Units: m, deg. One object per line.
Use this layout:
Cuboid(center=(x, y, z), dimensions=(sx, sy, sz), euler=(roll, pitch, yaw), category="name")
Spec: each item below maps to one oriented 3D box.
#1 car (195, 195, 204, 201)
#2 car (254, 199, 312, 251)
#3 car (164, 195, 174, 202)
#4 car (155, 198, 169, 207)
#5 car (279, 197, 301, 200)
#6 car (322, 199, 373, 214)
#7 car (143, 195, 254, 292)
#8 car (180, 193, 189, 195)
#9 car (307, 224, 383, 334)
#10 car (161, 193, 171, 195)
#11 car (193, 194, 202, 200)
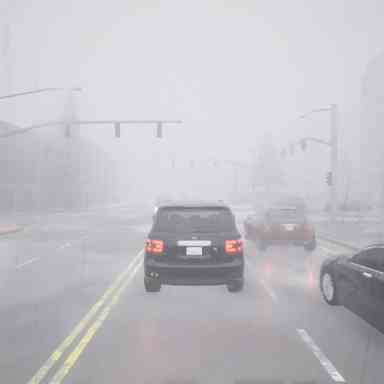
Cuboid(center=(1.679, 1.546, 80.576), dimensions=(1.994, 1.385, 4.181), euler=(0, 0, -1), category="car")
Cuboid(center=(3.531, 1.352, 14.214), dimensions=(2.097, 1.767, 4.553), euler=(0, 0, 0), category="car")
Cuboid(center=(-5.214, 1.476, 76.127), dimensions=(1.882, 1.535, 5.008), euler=(0, 0, -1), category="car")
Cuboid(center=(-4.717, 1.601, 52.206), dimensions=(1.895, 1.301, 4.718), euler=(0, 0, -1), category="car")
Cuboid(center=(10.508, 1.352, 37.817), dimensions=(4.553, 1.767, 2.097), euler=(0, 0, 3), category="car")
Cuboid(center=(15.894, 1.491, 34.156), dimensions=(4.902, 1.511, 2.128), euler=(0, 0, -2), category="car")
Cuboid(center=(0.051, 1.221, 9.035), dimensions=(2.150, 2.045, 5.566), euler=(0, 0, 0), category="car")
Cuboid(center=(-1.814, 1.496, 80.269), dimensions=(1.837, 1.490, 4.892), euler=(0, 0, -1), category="car")
Cuboid(center=(3.606, 1.503, 5.136), dimensions=(1.837, 1.490, 4.892), euler=(0, -1, 0), category="car")
Cuboid(center=(-4.940, 1.220, 62.912), dimensions=(2.150, 2.045, 5.566), euler=(0, 0, -1), category="car")
Cuboid(center=(1.436, 1.439, 90.551), dimensions=(2.128, 1.511, 4.902), euler=(0, 0, -1), category="car")
